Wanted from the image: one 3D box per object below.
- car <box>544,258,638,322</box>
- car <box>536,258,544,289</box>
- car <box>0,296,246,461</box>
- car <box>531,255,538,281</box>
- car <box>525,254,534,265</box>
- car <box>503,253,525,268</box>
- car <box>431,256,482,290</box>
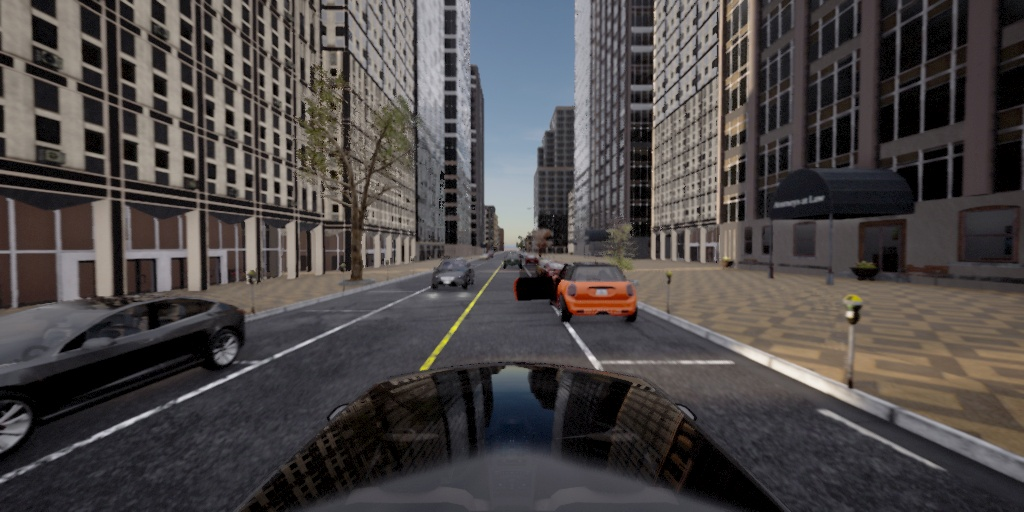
[{"bbox_3d":[2.389,0.943,11.685,2.097,1.767,4.553,0,1,0],"label":"car"},{"bbox_3d":[2.691,0.975,21.751,1.888,1.381,4.507,0,0,0],"label":"car"},{"bbox_3d":[-5.692,1.266,4.823,1.948,1.339,4.313,0,0,0],"label":"car"},{"bbox_3d":[2.692,0.864,27.563,1.751,1.417,4.829,0,0,0],"label":"car"},{"bbox_3d":[2.694,0.519,49.962,1.888,1.381,4.507,0,0,0],"label":"car"},{"bbox_3d":[0.088,0.452,42.118,2.097,1.767,4.553,0,1,0],"label":"car"},{"bbox_3d":[-3.093,0.956,19.577,2.128,1.511,4.902,0,1,0],"label":"car"}]
